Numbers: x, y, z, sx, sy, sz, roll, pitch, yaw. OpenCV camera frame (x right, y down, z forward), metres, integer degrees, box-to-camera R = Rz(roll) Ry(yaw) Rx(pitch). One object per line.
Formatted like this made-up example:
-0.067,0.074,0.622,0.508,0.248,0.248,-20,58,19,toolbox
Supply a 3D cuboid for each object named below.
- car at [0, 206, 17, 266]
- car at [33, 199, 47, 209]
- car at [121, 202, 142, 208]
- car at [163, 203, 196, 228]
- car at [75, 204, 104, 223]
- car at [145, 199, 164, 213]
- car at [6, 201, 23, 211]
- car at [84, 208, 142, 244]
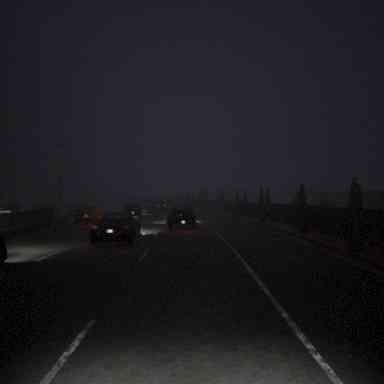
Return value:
-6.938,1.425,8.801,2.097,1.767,4.553,0,0,0,car
-25.408,1.930,55.611,1.882,1.535,5.008,0,-1,-27,car
-6.261,1.784,34.454,1.837,1.490,4.892,0,-1,-13,car
-0.846,1.696,23.721,1.837,1.490,4.892,0,-1,-7,car
-8.492,1.703,27.784,1.882,1.535,5.008,0,0,-9,car
-4.586,1.690,41.704,2.097,1.767,4.553,0,0,-16,car
-25.604,1.955,47.944,1.994,1.385,4.181,0,-1,-24,car
-3.699,1.698,16.518,1.994,1.385,4.181,0,0,-3,car
